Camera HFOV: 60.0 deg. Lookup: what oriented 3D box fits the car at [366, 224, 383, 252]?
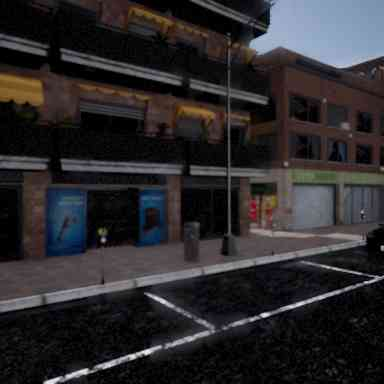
[{"bbox_3d":[8.296,1.529,12.473,4.313,1.339,1.947,0,0,-35],"label":"car"}]
